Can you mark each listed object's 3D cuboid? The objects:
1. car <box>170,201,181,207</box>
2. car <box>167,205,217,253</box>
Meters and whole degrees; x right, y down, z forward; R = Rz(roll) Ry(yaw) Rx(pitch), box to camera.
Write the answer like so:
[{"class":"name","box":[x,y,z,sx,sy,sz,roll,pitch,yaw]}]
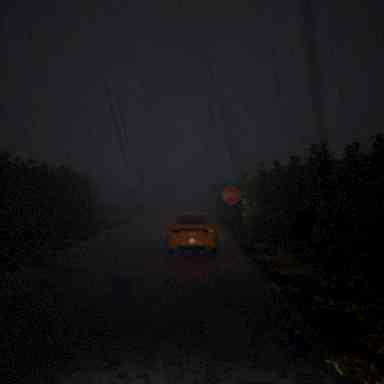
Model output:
[{"class":"car","box":[-3.135,2.400,63.676,1.812,1.442,4.674,0,-1,1]},{"class":"car","box":[0.026,1.555,14.191,1.882,1.535,5.008,0,0,1]}]
